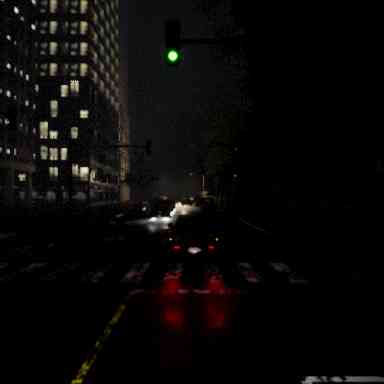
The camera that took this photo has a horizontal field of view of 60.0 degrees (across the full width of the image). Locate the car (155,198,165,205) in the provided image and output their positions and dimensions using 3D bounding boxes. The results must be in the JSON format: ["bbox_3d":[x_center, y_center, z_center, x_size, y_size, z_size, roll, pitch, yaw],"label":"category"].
[{"bbox_3d":[-6.901,2.038,72.473,1.887,1.381,4.507,0,0,-2],"label":"car"}]

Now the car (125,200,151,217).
[{"bbox_3d":[-5.645,1.789,33.666,2.008,1.369,4.403,0,0,-1],"label":"car"}]

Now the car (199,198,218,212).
[{"bbox_3d":[2.116,1.803,39.719,1.752,1.417,4.829,0,0,-1],"label":"car"}]

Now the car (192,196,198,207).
[{"bbox_3d":[1.509,1.949,61.888,1.752,1.417,4.829,0,0,-2],"label":"car"}]

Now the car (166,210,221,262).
[{"bbox_3d":[0.046,1.611,12.427,1.812,1.442,4.674,0,0,0],"label":"car"}]

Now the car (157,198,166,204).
[{"bbox_3d":[-7.126,2.109,78.018,1.802,1.307,4.206,0,0,-2],"label":"car"}]

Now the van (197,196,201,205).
[{"bbox_3d":[1.991,1.655,45.094,1.690,1.788,3.998,0,0,-1],"label":"van"}]

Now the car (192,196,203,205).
[{"bbox_3d":[1.116,1.808,72.810,2.192,1.841,5.009,0,0,-2],"label":"car"}]

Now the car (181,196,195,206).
[{"bbox_3d":[-1.000,1.909,62.944,1.882,1.535,5.008,0,0,-2],"label":"car"}]

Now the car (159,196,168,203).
[{"bbox_3d":[-7.620,1.911,89.103,2.192,1.841,5.009,0,0,-3],"label":"car"}]

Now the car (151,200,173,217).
[{"bbox_3d":[-3.216,1.806,34.317,1.994,1.385,4.181,0,0,-3],"label":"car"}]

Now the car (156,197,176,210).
[{"bbox_3d":[-3.409,1.815,44.353,1.837,1.490,4.892,0,0,-1],"label":"car"}]

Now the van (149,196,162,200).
[{"bbox_3d":[-6.330,1.728,55.842,1.690,1.788,3.998,0,0,-2],"label":"van"}]

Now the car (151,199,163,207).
[{"bbox_3d":[-6.504,1.967,61.384,1.887,1.381,4.507,0,0,-2],"label":"car"}]

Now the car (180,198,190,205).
[{"bbox_3d":[-1.537,2.033,74.991,2.128,1.511,4.902,0,0,-2],"label":"car"}]

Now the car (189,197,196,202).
[{"bbox_3d":[0.118,2.155,95.147,1.752,1.417,4.829,0,0,-3],"label":"car"}]
